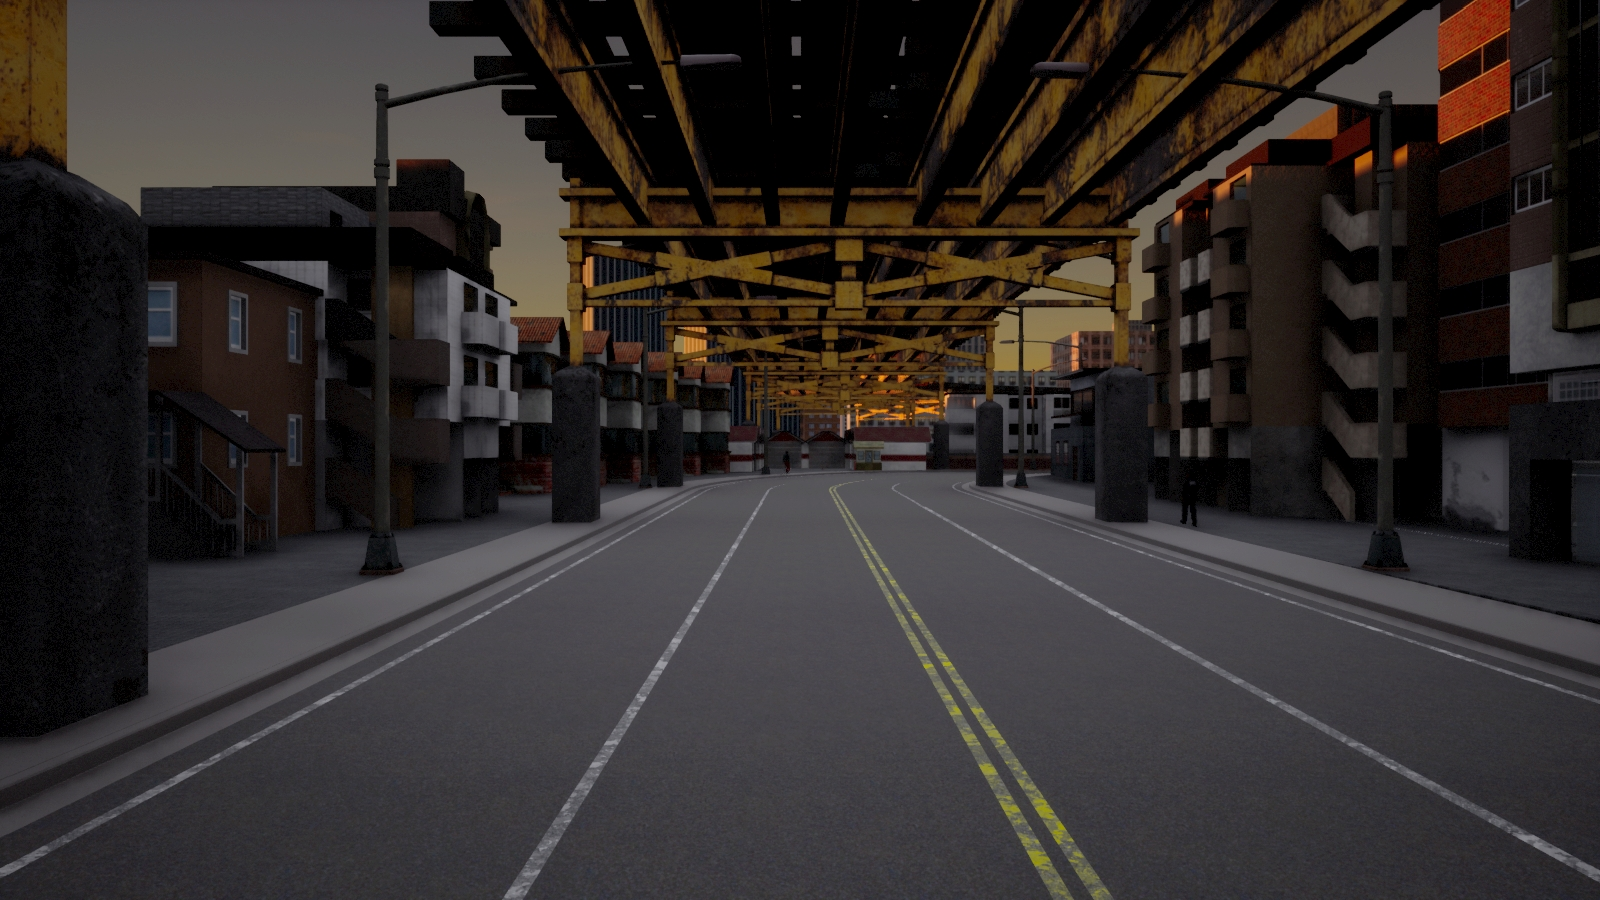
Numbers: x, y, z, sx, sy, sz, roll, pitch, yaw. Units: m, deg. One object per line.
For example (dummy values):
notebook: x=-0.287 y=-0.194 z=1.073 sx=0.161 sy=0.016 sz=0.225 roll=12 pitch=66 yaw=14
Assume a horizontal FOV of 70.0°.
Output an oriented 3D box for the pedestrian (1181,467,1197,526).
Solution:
pedestrian: x=12.306 y=1.473 z=36.134 sx=0.375 sy=1.860 sz=0.375 roll=0 pitch=0 yaw=-6
